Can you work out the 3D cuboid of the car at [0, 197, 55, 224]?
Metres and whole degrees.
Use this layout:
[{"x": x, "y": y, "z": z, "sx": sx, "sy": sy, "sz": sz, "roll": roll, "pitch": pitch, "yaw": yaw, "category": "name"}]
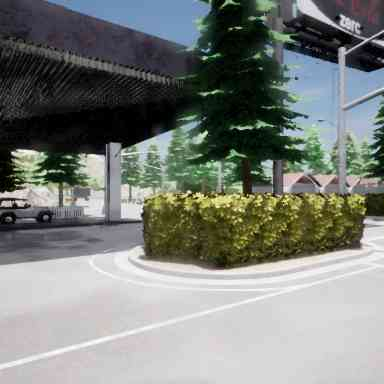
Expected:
[{"x": -11.918, "y": 1.313, "z": 23.516, "sx": 3.866, "sy": 1.878, "sz": 1.905, "roll": 0, "pitch": 0, "yaw": -36, "category": "car"}]
